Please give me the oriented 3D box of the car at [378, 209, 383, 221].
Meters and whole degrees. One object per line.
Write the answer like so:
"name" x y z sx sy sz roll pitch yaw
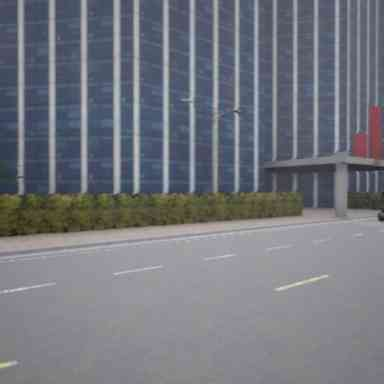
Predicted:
"car" 15.118 1.450 23.857 4.181 1.385 1.994 0 0 -37
